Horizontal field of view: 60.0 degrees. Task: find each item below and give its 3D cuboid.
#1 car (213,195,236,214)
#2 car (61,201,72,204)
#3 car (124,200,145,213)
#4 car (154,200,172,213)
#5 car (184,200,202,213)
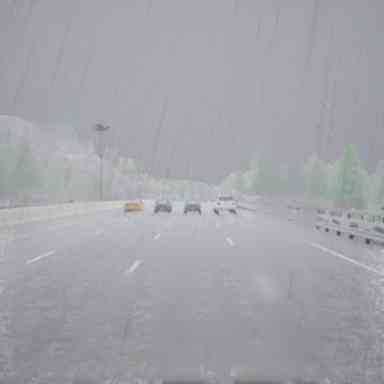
[{"bbox_3d":[3.600,1.384,37.609,2.150,2.045,5.566,0,-1,0],"label":"car"},{"bbox_3d":[-24.500,1.943,65.509,1.812,1.442,4.674,0,-1,0],"label":"car"},{"bbox_3d":[-6.899,1.679,40.327,1.882,1.535,5.008,0,-1,0],"label":"car"},{"bbox_3d":[-3.414,1.722,39.998,1.812,1.442,4.674,0,-1,0],"label":"car"},{"bbox_3d":[0.086,1.717,39.694,1.812,1.442,4.674,0,-1,0],"label":"car"}]
